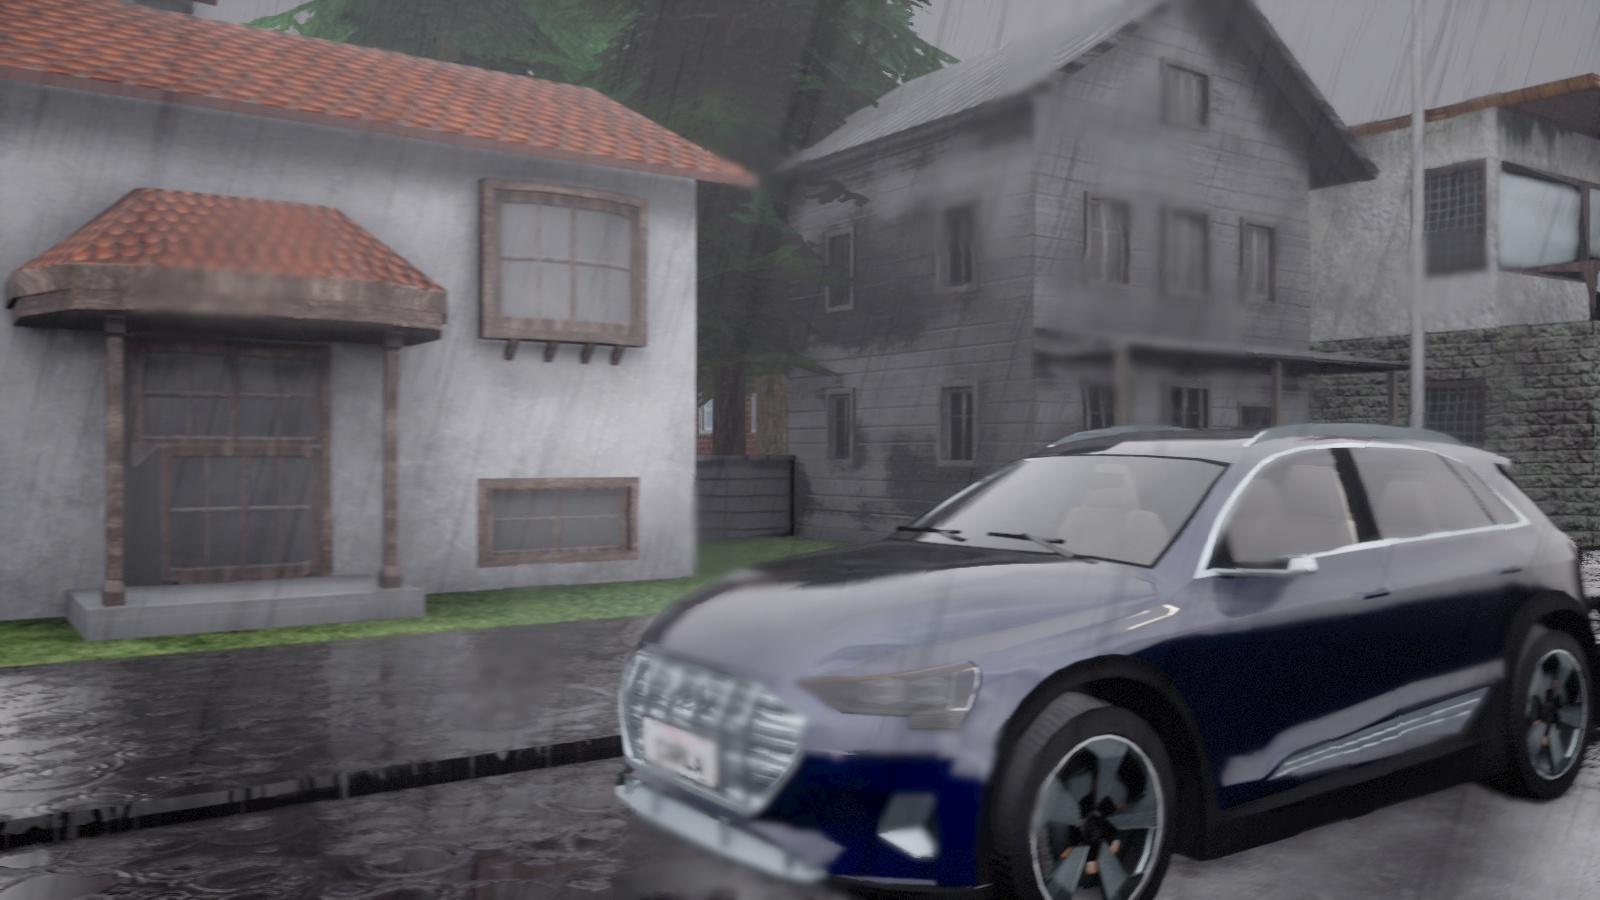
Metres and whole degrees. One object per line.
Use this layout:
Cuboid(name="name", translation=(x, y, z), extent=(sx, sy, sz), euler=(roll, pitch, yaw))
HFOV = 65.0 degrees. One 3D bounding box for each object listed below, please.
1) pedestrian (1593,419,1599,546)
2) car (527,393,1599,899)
Cuboid(name="pedestrian", translation=(11.996, 0.474, 18.374), extent=(0.634, 1.846, 0.331), euler=(0, 0, -18))
Cuboid(name="car", translation=(1.533, 0.685, 5.344), extent=(4.856, 1.649, 2.033), euler=(0, 0, -35))
